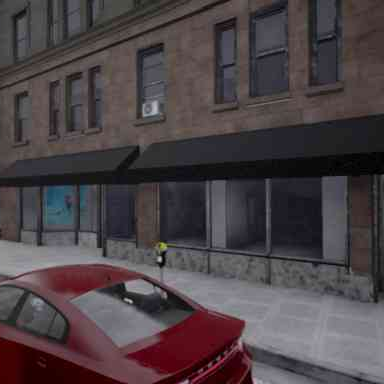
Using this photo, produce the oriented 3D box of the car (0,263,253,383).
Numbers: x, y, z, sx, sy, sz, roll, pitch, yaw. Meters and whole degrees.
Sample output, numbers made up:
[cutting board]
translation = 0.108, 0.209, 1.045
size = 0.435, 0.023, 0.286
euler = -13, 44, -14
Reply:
[car]
translation = -1.524, 1.551, 3.935
size = 4.507, 1.381, 1.887
euler = 0, -1, 35
